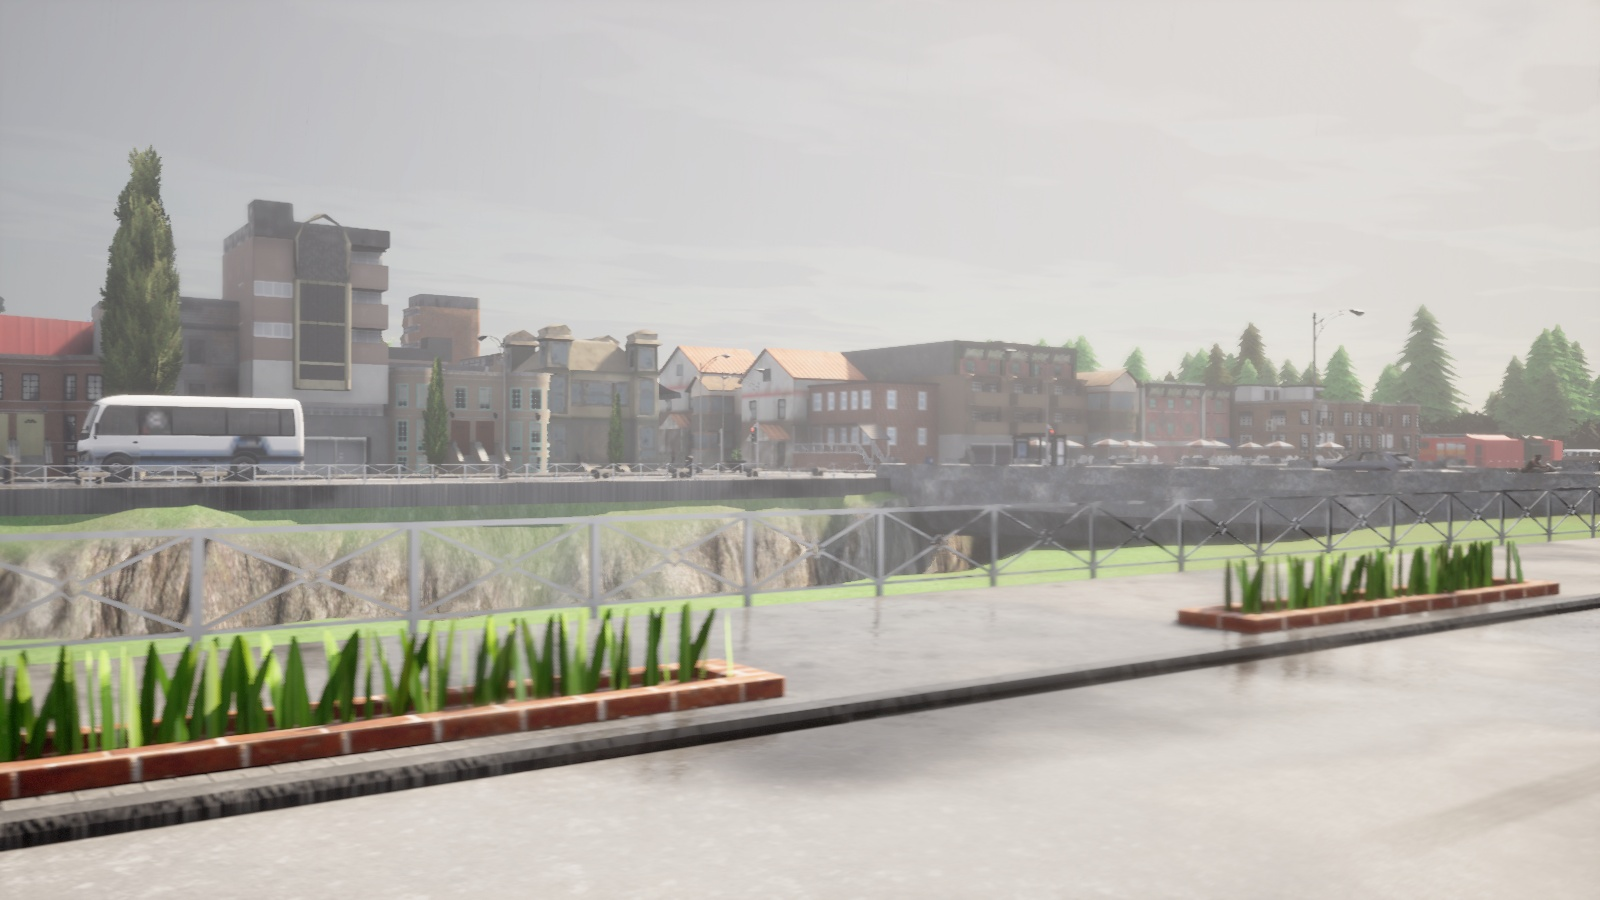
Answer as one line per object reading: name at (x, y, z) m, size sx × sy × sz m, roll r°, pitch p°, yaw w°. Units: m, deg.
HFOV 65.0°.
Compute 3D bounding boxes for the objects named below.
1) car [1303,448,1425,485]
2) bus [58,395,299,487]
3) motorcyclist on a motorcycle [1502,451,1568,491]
car at (26.233, 0.762, 58.552) m, size 2.033 × 1.649 × 4.856 m, roll 0°, pitch 0°, yaw -35°
bus at (-30.798, -0.413, 62.450) m, size 10.273 × 4.253 × 3.944 m, roll 0°, pitch 0°, yaw -35°
motorcyclist on a motorcycle at (28.381, 0.785, 48.530) m, size 0.797 × 1.523 × 2.044 m, roll 0°, pitch 0°, yaw -34°
